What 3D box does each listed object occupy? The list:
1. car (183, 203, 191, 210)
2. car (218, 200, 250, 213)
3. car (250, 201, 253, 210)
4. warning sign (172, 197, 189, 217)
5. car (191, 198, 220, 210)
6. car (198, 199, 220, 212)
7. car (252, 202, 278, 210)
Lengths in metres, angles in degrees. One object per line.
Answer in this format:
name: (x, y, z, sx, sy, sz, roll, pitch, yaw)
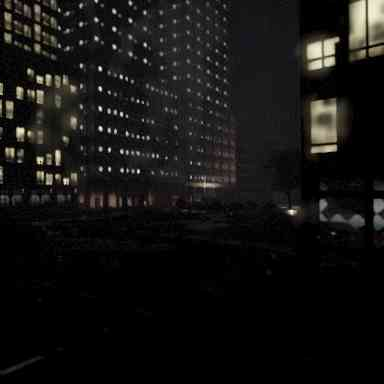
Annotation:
car: (0.652, 2.332, 56.885, 2.033, 1.411, 5.357, -1, -1, 37)
car: (6.107, 2.160, 47.738, 1.812, 1.442, 4.674, -1, -1, 36)
car: (10.240, 2.328, 58.964, 1.882, 1.535, 5.008, -1, -1, 36)
warning sign: (-1.134, 1.461, 33.015, 1.300, 1.860, 1.060, 1, 0, 36)
car: (2.709, 1.964, 54.208, 2.150, 2.045, 5.566, -1, -2, 37)
car: (3.475, 2.139, 49.644, 1.882, 1.535, 5.008, -1, -1, 37)
car: (12.865, 2.371, 57.046, 2.033, 1.411, 5.357, -1, -1, 36)
